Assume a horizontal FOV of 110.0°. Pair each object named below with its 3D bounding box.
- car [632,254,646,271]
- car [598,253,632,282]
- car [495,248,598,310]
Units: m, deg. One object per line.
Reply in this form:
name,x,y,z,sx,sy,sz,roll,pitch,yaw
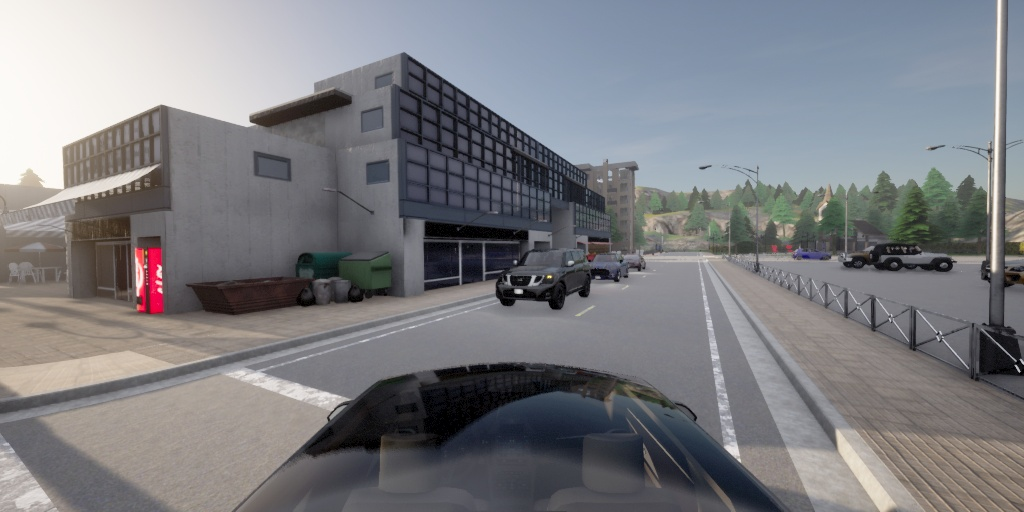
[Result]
car,10.655,0.520,31.729,1.812,1.442,4.674,0,1,27
car,5.970,0.601,22.632,2.097,1.767,4.553,0,1,27
car,1.470,0.715,13.885,2.150,2.045,5.566,0,1,27
